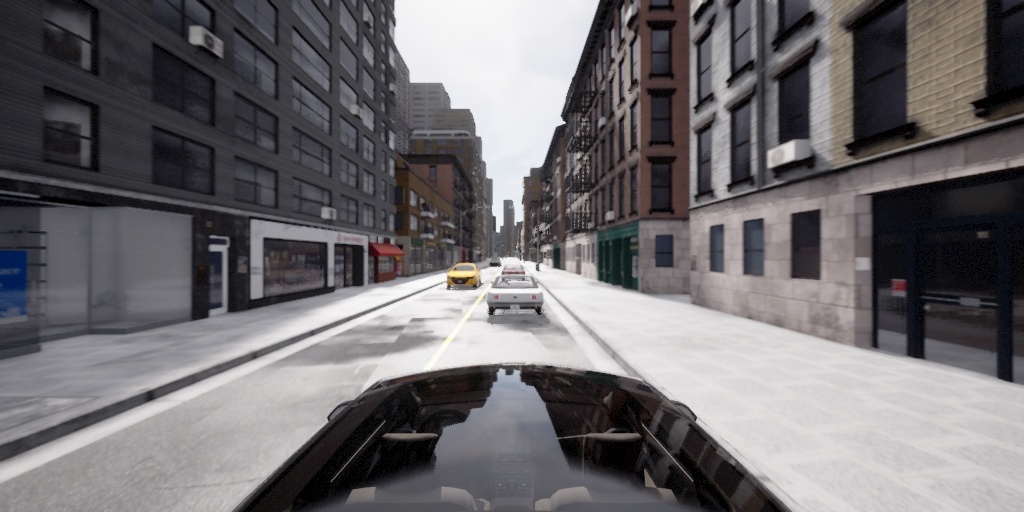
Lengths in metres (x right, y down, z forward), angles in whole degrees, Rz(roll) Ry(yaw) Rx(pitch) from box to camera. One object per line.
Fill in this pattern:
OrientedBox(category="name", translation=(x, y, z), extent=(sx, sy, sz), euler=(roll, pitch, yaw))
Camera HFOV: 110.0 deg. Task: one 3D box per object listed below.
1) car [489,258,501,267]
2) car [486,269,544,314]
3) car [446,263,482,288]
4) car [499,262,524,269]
OrientedBox(category="car", translation=(-3.004, 1.097, 65.020), extent=(2.097, 1.767, 4.553), euler=(0, 0, 1))
OrientedBox(category="car", translation=(0.104, 1.354, 13.775), extent=(1.895, 1.301, 4.718), euler=(0, 0, 0))
OrientedBox(category="car", translation=(-3.093, 1.232, 23.821), extent=(1.882, 1.535, 5.008), euler=(0, 0, 0))
OrientedBox(category="car", translation=(0.109, 1.355, 30.014), extent=(1.895, 1.301, 4.718), euler=(0, 0, 0))
